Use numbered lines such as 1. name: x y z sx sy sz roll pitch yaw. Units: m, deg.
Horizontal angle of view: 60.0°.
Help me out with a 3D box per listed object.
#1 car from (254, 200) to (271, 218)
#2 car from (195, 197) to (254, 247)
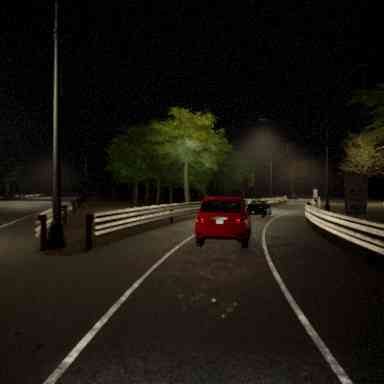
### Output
1. car: 6.144 1.507 30.725 2.128 1.511 4.902 0 0 22
2. car: 1.578 1.227 15.273 2.150 2.045 5.566 0 0 11
